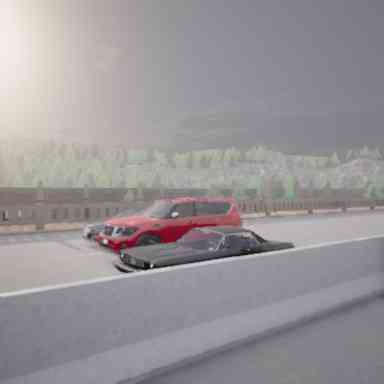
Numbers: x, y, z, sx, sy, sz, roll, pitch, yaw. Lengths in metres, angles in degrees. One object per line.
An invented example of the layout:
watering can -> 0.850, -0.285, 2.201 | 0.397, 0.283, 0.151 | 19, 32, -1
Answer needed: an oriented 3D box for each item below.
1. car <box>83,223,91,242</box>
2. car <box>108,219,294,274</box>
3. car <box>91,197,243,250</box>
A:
car -> -2.427, 1.503, 15.226 | 4.902, 1.511, 2.128 | 0, 0, -36
car -> 0.480, 1.607, 8.685 | 4.718, 1.301, 1.895 | 0, 0, -36
car -> -0.535, 1.231, 12.275 | 5.566, 2.045, 2.150 | 0, 0, -36
